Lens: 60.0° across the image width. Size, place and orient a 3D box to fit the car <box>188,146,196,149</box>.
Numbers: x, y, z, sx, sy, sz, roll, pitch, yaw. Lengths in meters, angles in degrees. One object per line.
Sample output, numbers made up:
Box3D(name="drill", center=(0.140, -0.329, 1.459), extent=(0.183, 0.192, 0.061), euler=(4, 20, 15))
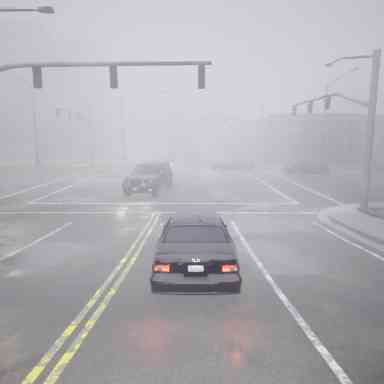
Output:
Box3D(name="car", center=(0.102, -11.460, 88.194), extent=(2.097, 1.767, 4.553), euler=(0, 9, 0))

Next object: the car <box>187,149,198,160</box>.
Box3D(name="car", center=(0.129, -6.434, 58.821), extent=(1.895, 1.301, 4.718), euler=(0, 9, 1))

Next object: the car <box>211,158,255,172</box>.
Box3D(name="car", center=(4.613, -3.057, 37.380), extent=(4.902, 1.511, 2.128), euler=(0, 9, 0))

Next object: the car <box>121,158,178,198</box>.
Box3D(name="car", center=(-2.900, -0.970, 22.869), extent=(2.150, 2.045, 5.566), euler=(2, 9, 12))

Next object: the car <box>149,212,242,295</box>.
Box3D(name="car", center=(0.084, 1.218, 8.395), extent=(2.033, 1.411, 5.357), euler=(0, 4, 0))

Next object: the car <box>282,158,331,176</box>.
Box3D(name="car", center=(11.630, -2.630, 33.873), extent=(4.553, 1.767, 2.097), euler=(0, 9, 0))

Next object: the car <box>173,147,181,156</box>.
Box3D(name="car", center=(-3.497, -6.885, 60.999), extent=(1.837, 1.490, 4.892), euler=(0, 9, 0))

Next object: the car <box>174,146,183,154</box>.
Box3D(name="car", center=(-3.418, -8.507, 71.195), extent=(2.033, 1.411, 5.357), euler=(0, 9, 0))

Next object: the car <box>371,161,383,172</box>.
Box3D(name="car", center=(22.699, -3.049, 37.299), extent=(4.902, 1.511, 2.128), euler=(0, 9, 0))

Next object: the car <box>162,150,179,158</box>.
Box3D(name="car", center=(-3.536, -5.300, 51.521), extent=(2.033, 1.411, 5.357), euler=(0, 9, 0))
